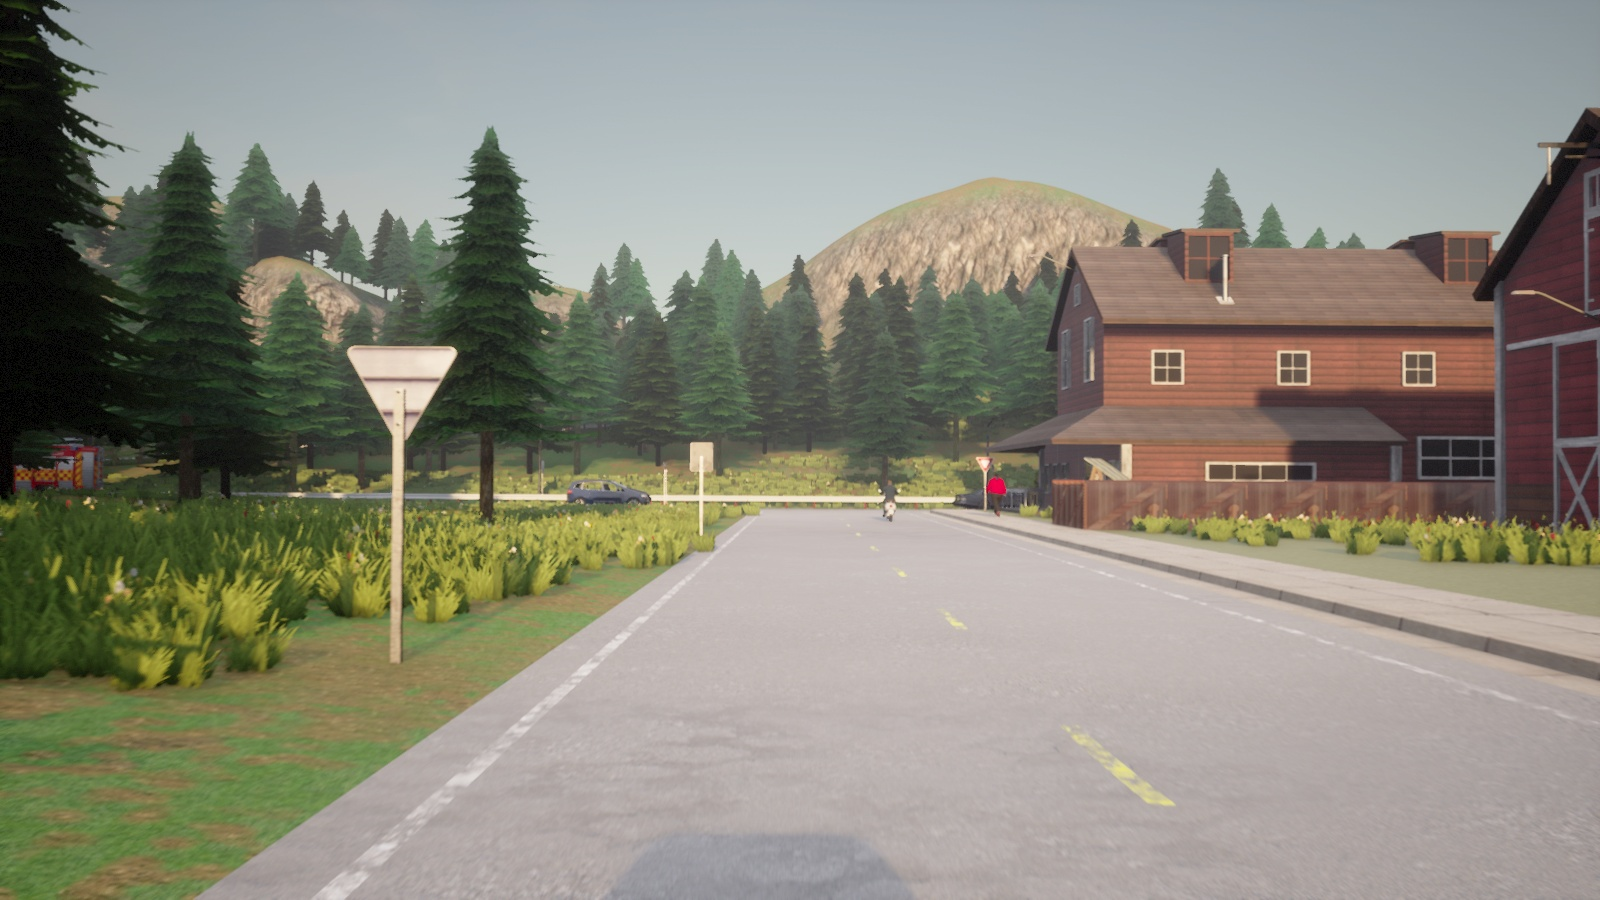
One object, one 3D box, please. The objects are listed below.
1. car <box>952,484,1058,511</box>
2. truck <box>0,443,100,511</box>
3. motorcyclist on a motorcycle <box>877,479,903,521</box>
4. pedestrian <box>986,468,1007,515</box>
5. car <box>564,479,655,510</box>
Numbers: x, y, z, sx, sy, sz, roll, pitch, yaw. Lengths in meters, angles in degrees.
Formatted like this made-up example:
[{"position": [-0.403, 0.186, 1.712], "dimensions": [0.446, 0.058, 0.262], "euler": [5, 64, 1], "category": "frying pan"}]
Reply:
[{"position": [11.139, 2.592, 68.384], "dimensions": [5.357, 1.411, 2.033], "euler": [0, -1, -9], "category": "car"}, {"position": [-45.056, 1.556, 71.753], "dimensions": [8.468, 3.827, 2.891], "euler": [0, -1, 0], "category": "truck"}, {"position": [3.452, 1.905, 48.407], "dimensions": [0.866, 1.590, 1.817], "euler": [0, -1, 0], "category": "motorcyclist on a motorcycle"}, {"position": [7.851, 1.638, 50.117], "dimensions": [0.634, 1.844, 0.899], "euler": [0, -1, -5], "category": "pedestrian"}, {"position": [-10.342, 2.423, 68.319], "dimensions": [4.611, 1.667, 2.242], "euler": [0, -1, 0], "category": "car"}]
